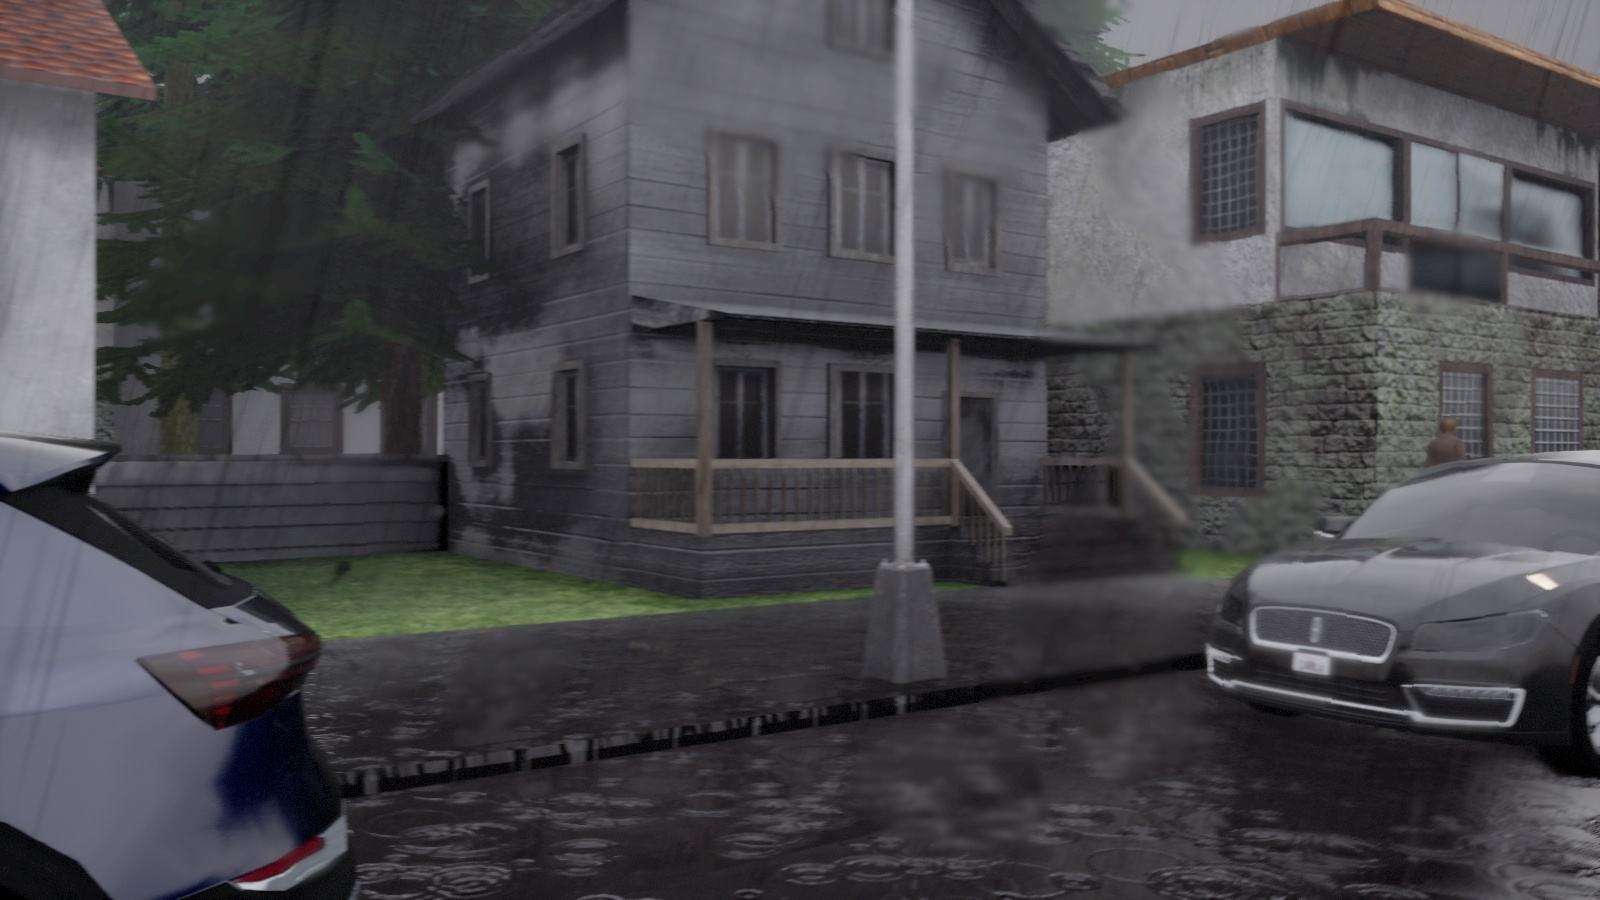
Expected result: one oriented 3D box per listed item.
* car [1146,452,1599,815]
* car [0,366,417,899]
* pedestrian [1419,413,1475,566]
[{"bbox_3d":[4.373,0.758,7.312,4.892,1.490,1.837,0,0,-35],"label":"car"},{"bbox_3d":[-3.339,0.687,1.954,4.856,1.649,2.033,0,0,-35],"label":"car"},{"bbox_3d":[7.964,0.475,15.450,0.634,1.846,0.331,0,0,-33],"label":"pedestrian"}]
